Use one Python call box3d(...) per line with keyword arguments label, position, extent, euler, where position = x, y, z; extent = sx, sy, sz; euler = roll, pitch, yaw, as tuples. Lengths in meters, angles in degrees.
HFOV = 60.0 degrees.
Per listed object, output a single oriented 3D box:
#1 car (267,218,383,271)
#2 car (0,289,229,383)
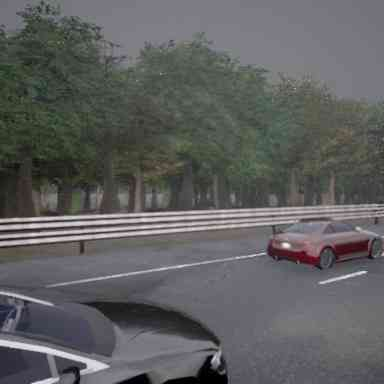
box3d(label="car", position=(4.460, 1.558, 11.007), extent=(4.181, 1.385, 1.994), euler=(0, 0, -34))
box3d(label="car", position=(-1.885, 1.488, 2.361), extent=(4.902, 1.511, 2.128), euler=(0, 0, -36))
